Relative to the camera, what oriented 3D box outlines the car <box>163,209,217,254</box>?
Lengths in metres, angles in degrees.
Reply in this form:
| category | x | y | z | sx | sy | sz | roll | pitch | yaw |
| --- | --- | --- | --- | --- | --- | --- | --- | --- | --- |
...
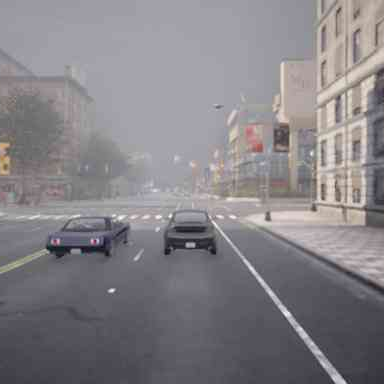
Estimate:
| category | x | y | z | sx | sy | sz | roll | pitch | yaw |
| --- | --- | --- | --- | --- | --- | --- | --- | --- | --- |
| car | -0.063 | 1.419 | 13.032 | 1.837 | 1.490 | 4.892 | 0 | 1 | 0 |

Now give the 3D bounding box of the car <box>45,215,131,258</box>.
| category | x | y | z | sx | sy | sz | roll | pitch | yaw |
| --- | --- | --- | --- | --- | --- | --- | --- | --- | --- |
| car | -3.557 | 1.518 | 12.388 | 1.895 | 1.301 | 4.718 | 0 | 0 | 0 |
